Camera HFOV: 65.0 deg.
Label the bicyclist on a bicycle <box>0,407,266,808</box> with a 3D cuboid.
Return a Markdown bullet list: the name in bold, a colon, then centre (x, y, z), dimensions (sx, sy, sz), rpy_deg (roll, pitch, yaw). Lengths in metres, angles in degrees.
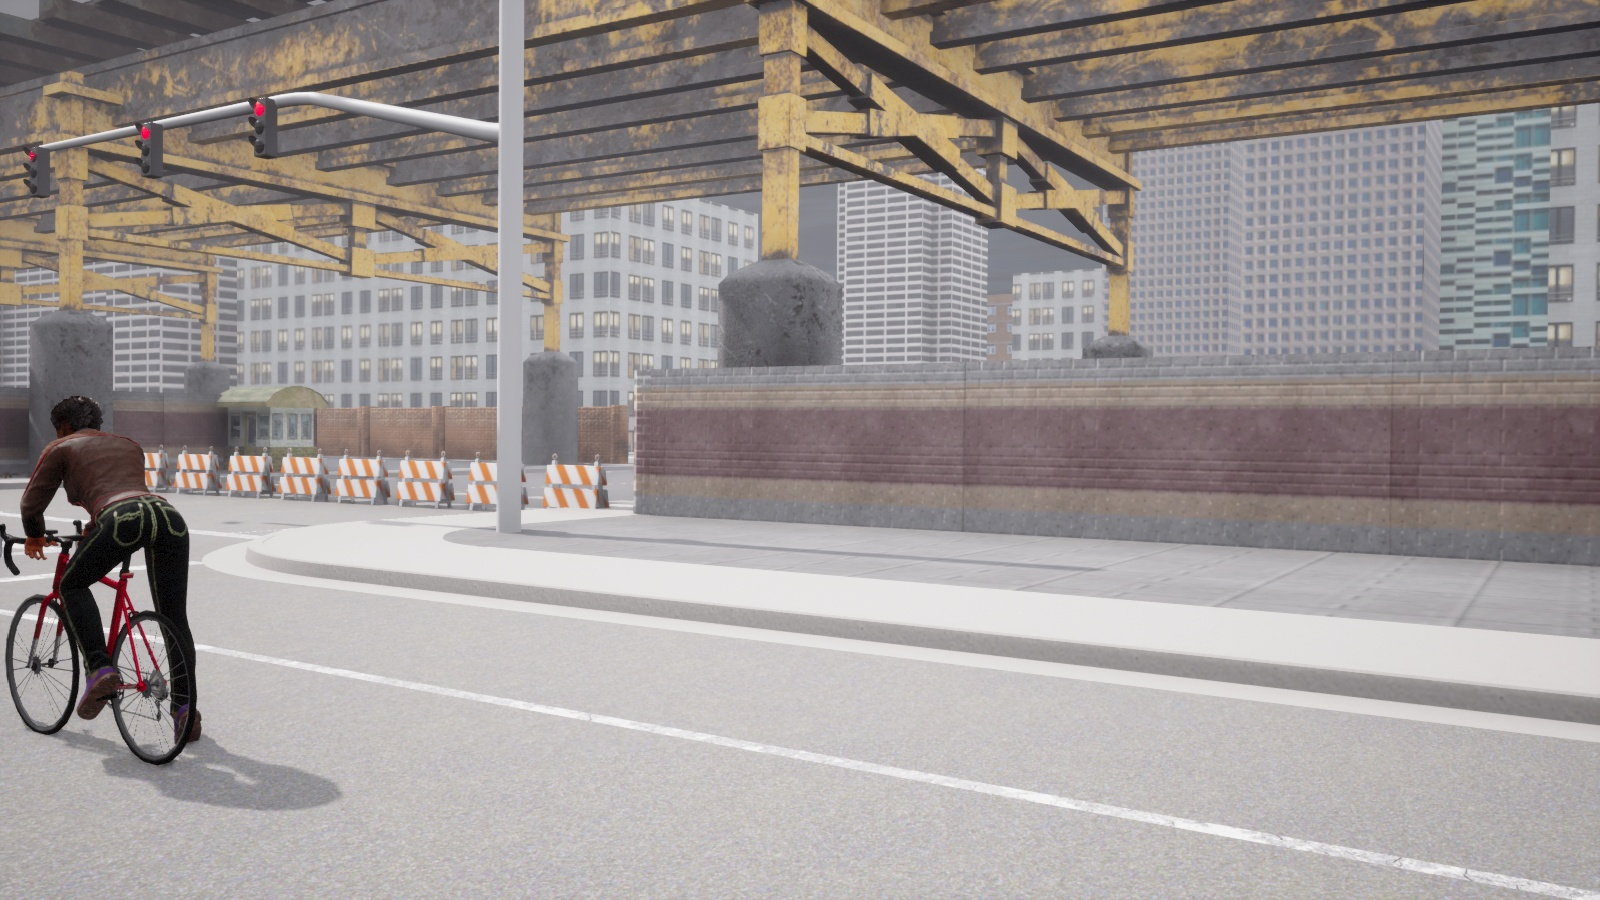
- **bicyclist on a bicycle**: centre (-3.227, 0.635, 5.764), dimensions (1.656, 1.620, 0.582), rpy_deg (0, 1, 34)
